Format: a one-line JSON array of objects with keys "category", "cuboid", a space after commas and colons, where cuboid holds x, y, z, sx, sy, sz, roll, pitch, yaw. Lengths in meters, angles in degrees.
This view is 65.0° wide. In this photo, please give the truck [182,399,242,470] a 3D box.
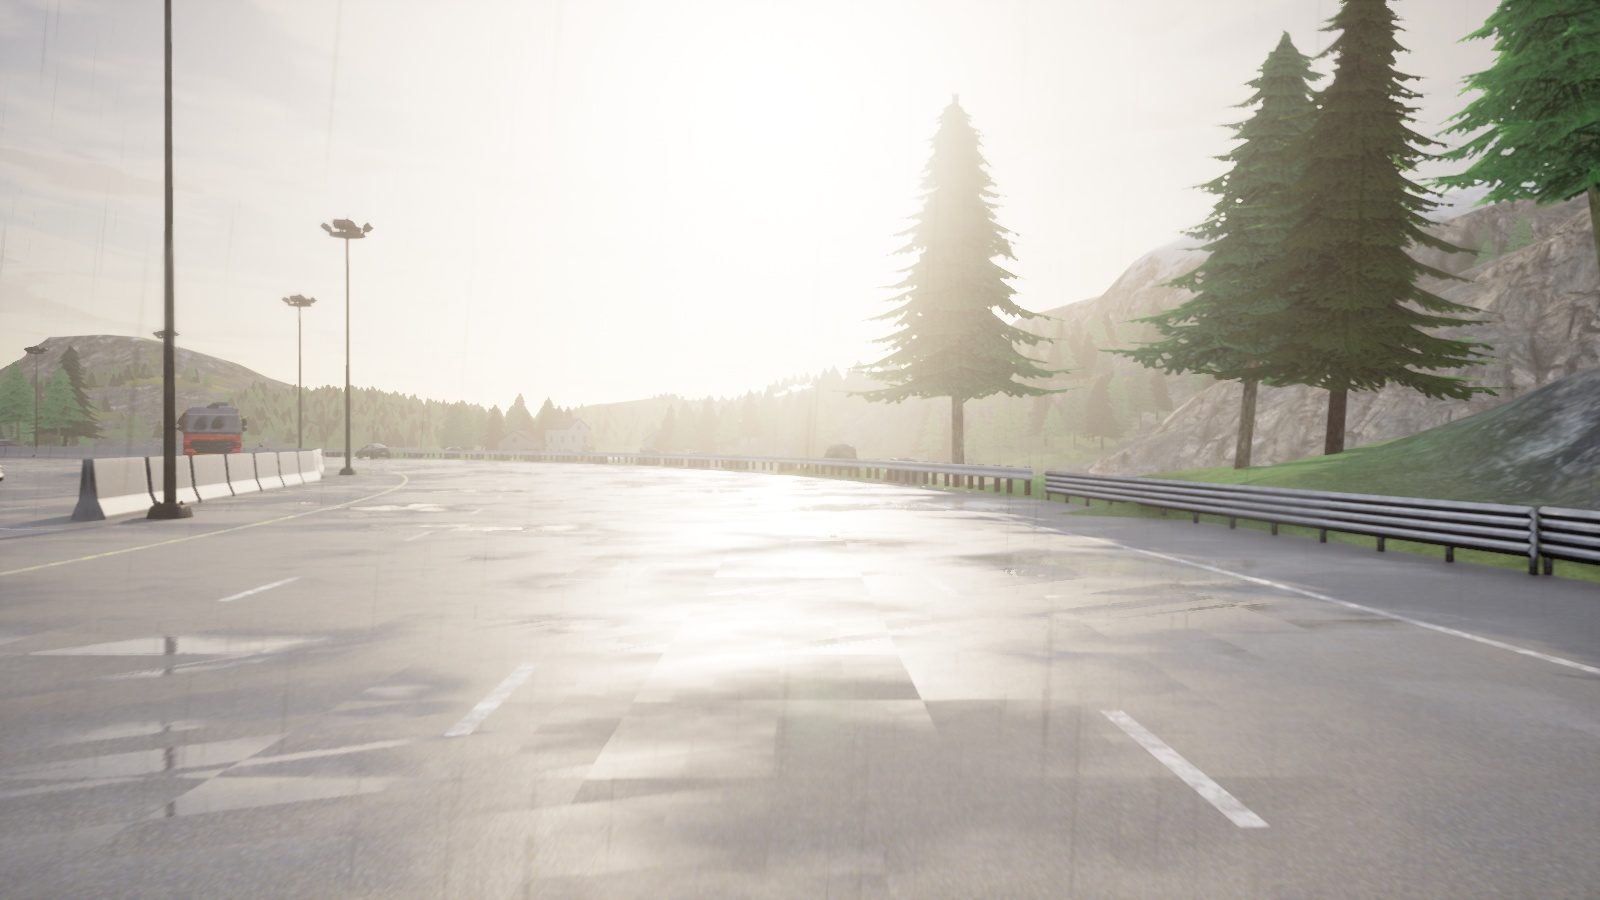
[{"category": "truck", "cuboid": [-33.466, -0.846, 71.321, 2.891, 3.827, 8.468, 0, 0, -27]}]

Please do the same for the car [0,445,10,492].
[{"category": "car", "cuboid": [-24.520, 0.575, 35.430, 2.033, 1.411, 5.357, 0, 0, -12]}]
